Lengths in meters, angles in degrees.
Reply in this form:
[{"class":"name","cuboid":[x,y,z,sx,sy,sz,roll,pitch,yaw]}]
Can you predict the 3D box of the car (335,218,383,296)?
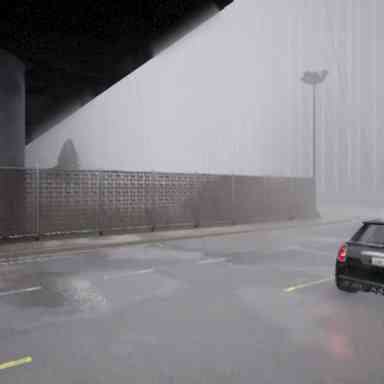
[{"class":"car","cuboid":[5.295,1.329,7.533,4.553,1.767,2.097,0,0,-35]}]
